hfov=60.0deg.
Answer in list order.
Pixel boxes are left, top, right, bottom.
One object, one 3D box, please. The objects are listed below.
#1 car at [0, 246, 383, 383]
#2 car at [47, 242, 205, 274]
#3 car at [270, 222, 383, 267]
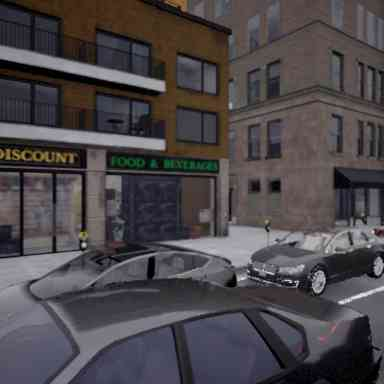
[{"bbox_3d":[-0.561,1.548,2.672,5.357,1.411,2.033,0,0,-35],"label":"car"},{"bbox_3d":[-1.184,1.567,5.341,4.313,1.339,1.947,0,0,-35],"label":"car"},{"bbox_3d":[3.324,1.555,8.523,4.403,1.369,2.008,0,0,-35],"label":"car"}]
